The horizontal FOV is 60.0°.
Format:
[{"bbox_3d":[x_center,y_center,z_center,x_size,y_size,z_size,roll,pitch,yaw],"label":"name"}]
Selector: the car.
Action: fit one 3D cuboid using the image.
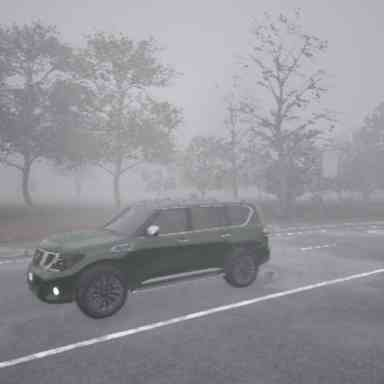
[{"bbox_3d":[-0.654,1.195,7.650,5.566,2.045,2.150,0,0,-34],"label":"car"}]
